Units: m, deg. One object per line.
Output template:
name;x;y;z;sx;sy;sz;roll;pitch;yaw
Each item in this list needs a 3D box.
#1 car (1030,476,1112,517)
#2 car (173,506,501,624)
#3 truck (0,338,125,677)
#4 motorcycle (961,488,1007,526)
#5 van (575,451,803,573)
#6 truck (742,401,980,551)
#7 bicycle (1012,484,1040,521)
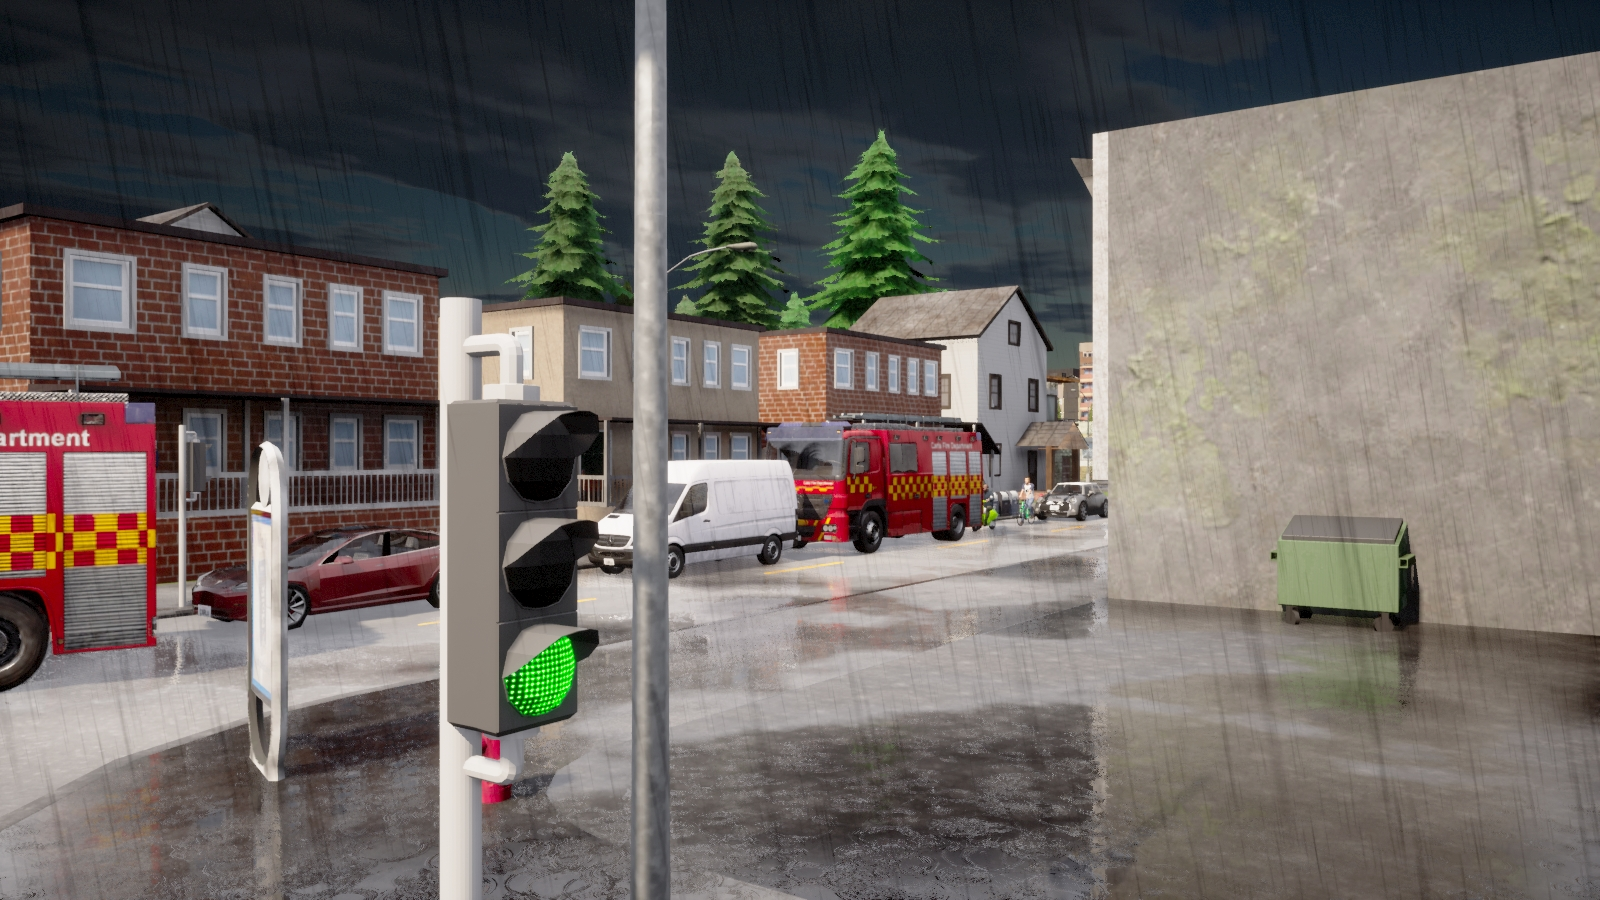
car;11.003;1.837;46.179;1.970;1.475;3.806;0;0;35
car;-7.706;1.835;19.492;2.163;1.488;4.792;0;0;35
truck;-12.359;0.662;12.491;8.468;3.827;2.891;0;0;-33
motorcycle;6.398;1.954;39.613;0.856;1.236;1.805;0;0;35
van;-2.442;1.307;26.996;1.988;2.561;5.915;0;0;35
truck;2.054;0.663;33.403;2.891;3.827;8.468;0;0;35
bicycle;8.406;1.928;42.476;0.373;1.296;1.643;0;0;35
